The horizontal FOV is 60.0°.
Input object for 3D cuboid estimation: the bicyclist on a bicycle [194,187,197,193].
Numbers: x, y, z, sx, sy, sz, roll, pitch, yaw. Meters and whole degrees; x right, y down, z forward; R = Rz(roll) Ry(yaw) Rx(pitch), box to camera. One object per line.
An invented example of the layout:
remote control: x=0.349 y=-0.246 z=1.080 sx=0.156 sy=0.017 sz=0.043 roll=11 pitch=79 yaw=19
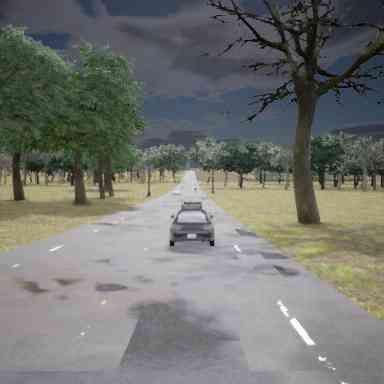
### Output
bicyclist on a bicycle: x=0.963 y=-0.515 z=90.261 sx=0.582 sy=1.620 sz=1.656 roll=0 pitch=2 yaw=0

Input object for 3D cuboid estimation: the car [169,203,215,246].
car: x=0.000 y=1.450 z=14.658 sx=1.812 sy=1.442 sz=4.674 roll=0 pitch=1 yaw=0

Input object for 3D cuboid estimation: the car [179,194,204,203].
car: x=0.001 y=1.207 z=29.659 sx=2.128 sy=1.511 sz=4.902 roll=0 pitch=1 yaw=0

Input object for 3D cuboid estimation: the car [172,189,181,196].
car: x=-3.498 y=0.025 z=75.924 sx=1.812 sy=1.442 sz=4.674 roll=0 pitch=2 yaw=0
